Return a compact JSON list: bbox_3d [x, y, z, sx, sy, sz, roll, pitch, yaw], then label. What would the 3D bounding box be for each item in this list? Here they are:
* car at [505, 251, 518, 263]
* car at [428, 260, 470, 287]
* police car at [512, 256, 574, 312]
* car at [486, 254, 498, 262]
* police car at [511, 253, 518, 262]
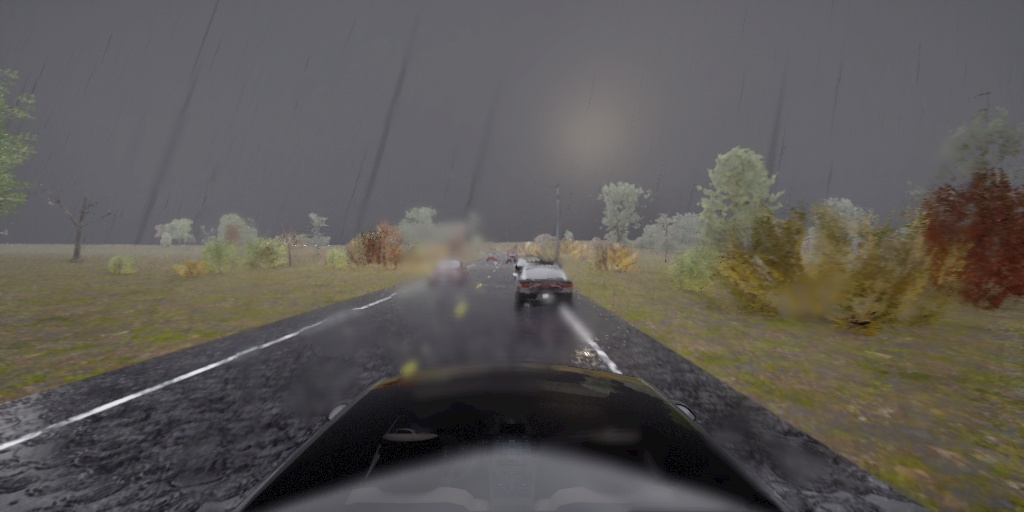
[{"bbox_3d":[0.089,0.348,54.477,1.837,1.490,4.892,0,1,1],"label":"car"},{"bbox_3d":[-3.572,0.960,21.037,1.812,1.442,4.674,0,1,0],"label":"car"},{"bbox_3d":[1.060,0.987,13.411,1.930,1.638,5.238,0,1,0],"label":"police car"},{"bbox_3d":[-3.488,0.300,62.188,1.895,1.301,4.718,0,1,1],"label":"car"},{"bbox_3d":[1.067,0.819,23.412,1.930,1.638,5.238,0,1,0],"label":"police car"}]
